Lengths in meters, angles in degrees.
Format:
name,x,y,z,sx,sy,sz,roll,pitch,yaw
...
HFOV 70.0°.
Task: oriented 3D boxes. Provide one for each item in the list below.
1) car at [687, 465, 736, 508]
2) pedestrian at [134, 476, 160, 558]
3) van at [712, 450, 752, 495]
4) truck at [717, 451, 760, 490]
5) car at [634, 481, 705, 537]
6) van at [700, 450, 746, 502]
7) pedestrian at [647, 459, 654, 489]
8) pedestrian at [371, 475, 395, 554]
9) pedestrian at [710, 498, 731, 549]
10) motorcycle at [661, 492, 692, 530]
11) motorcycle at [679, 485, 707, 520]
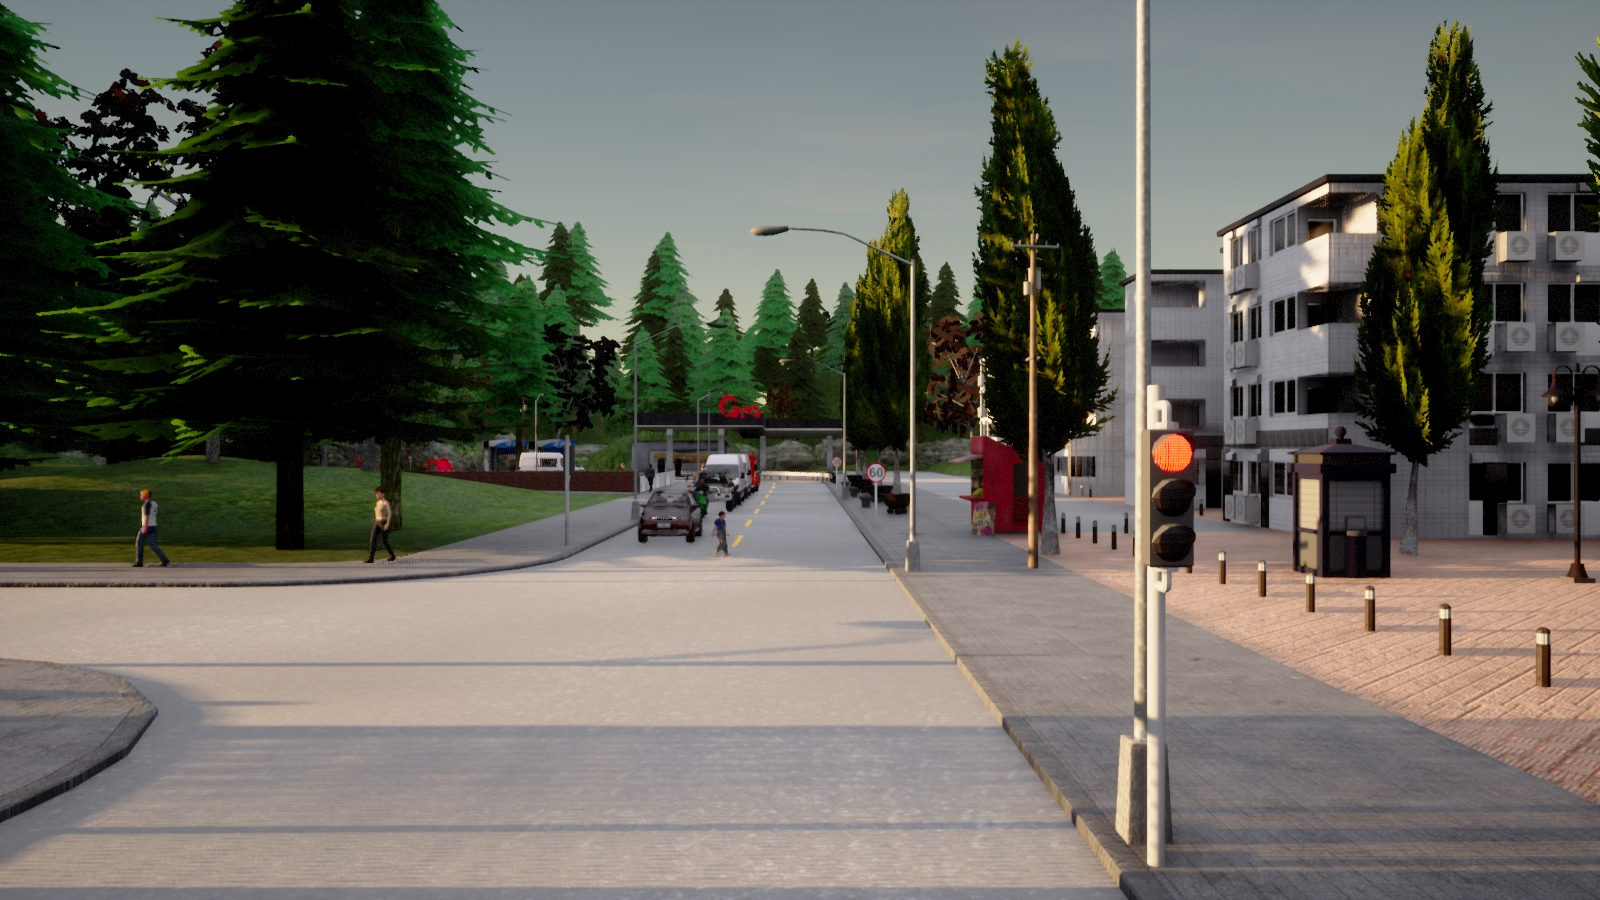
name,x,y,z,sx,sy,sz,roll,pitch,yaw
car,-4.052,1.635,53.076,1.932,1.855,4.605,0,0,0
pedestrian,-14.906,1.520,26.082,0.375,1.860,0.375,0,0,-3
van,-3.986,1.303,67.851,1.988,2.561,5.915,0,0,0
truck,-4.021,1.336,75.255,2.627,2.467,5.204,0,0,-1
car,-4.004,1.798,35.553,1.789,1.549,3.705,0,0,0
van,-3.997,1.304,60.156,1.988,2.561,5.915,0,0,0
pedestrian,-9.278,1.513,70.887,0.375,1.860,0.375,0,0,2
pedestrian,-9.899,1.521,27.121,0.375,1.860,0.375,0,0,27
pedestrian,-2.060,1.903,29.646,0.375,1.300,0.375,0,0,31
motorcycle,-4.023,1.987,37.406,0.803,1.145,2.033,0,0,0
motorcycle,-3.993,1.955,42.751,0.856,1.236,1.805,0,0,0
